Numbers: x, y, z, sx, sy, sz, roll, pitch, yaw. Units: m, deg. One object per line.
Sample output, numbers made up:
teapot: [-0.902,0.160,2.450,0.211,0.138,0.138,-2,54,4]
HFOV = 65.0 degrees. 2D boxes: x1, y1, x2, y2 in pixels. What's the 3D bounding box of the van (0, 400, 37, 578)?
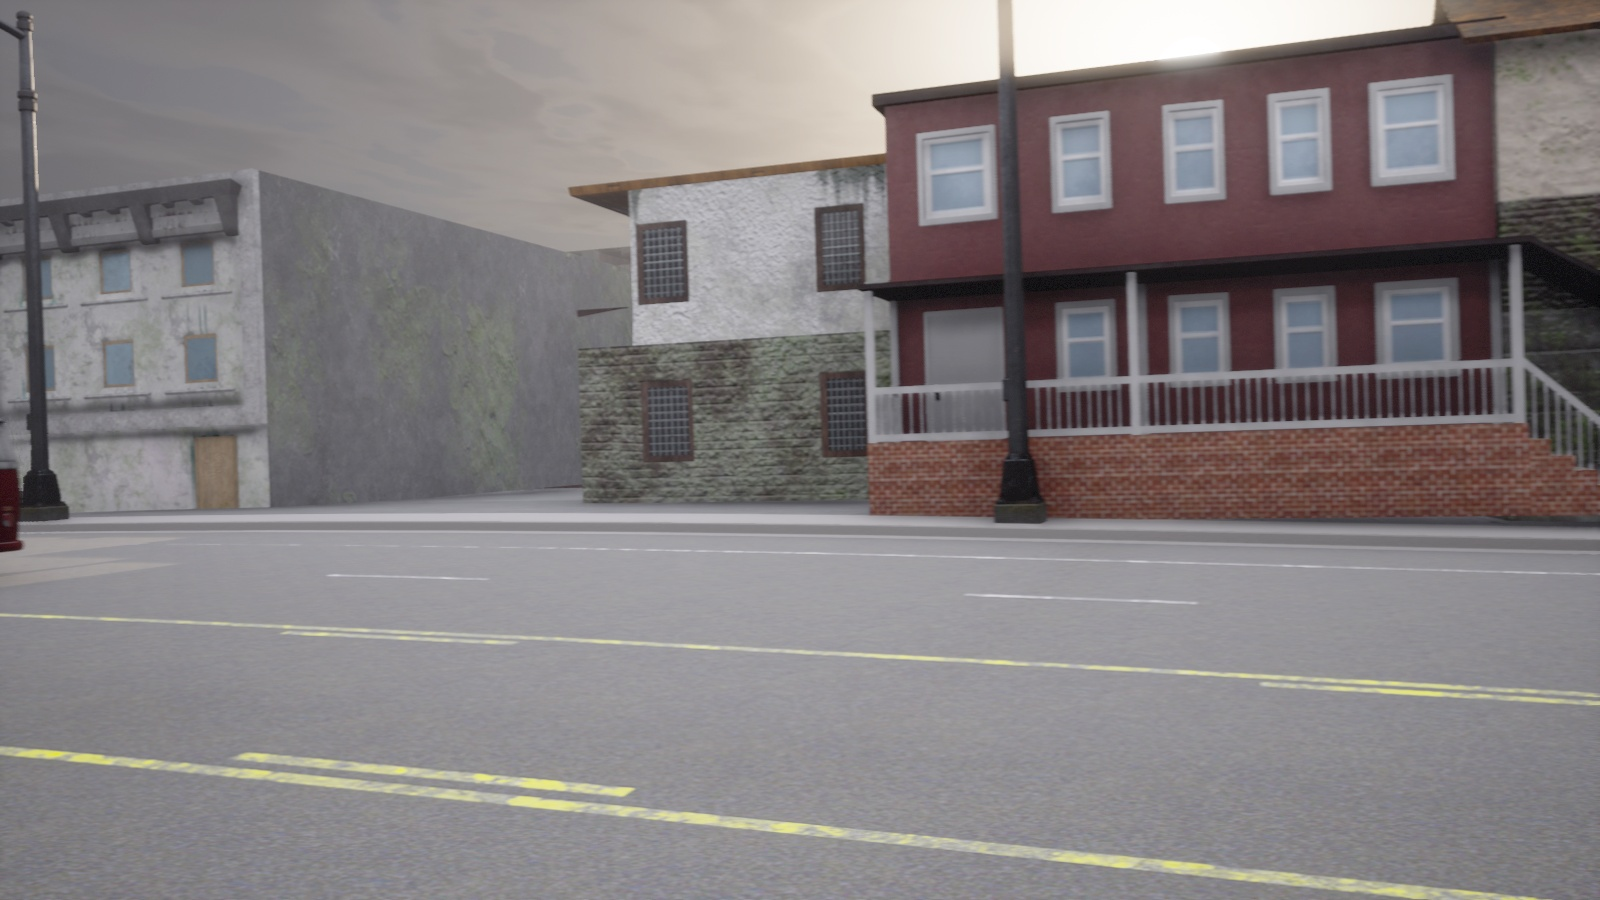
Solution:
van: [-11.214,0.470,14.350,4.442,1.987,1.775,-1,1,19]
